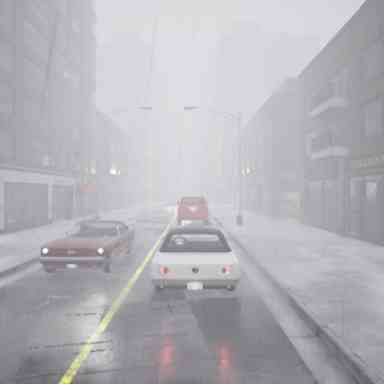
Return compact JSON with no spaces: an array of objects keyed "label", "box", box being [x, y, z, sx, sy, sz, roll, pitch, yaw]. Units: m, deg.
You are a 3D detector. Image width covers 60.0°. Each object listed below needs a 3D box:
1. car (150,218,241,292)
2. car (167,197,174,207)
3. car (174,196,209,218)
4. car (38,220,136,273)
[{"label":"car","box":[0.084,1.617,8.961,1.895,1.301,4.718,0,0,0]},{"label":"car","box":[-3.101,1.640,55.372,2.128,1.511,4.902,0,0,0]},{"label":"car","box":[0.057,1.270,24.381,2.150,2.045,5.566,0,0,0]},{"label":"car","box":[-3.120,1.621,10.848,1.895,1.301,4.718,0,0,0]}]
